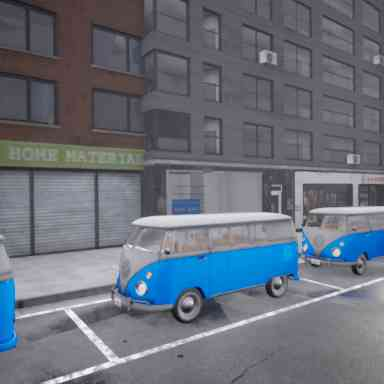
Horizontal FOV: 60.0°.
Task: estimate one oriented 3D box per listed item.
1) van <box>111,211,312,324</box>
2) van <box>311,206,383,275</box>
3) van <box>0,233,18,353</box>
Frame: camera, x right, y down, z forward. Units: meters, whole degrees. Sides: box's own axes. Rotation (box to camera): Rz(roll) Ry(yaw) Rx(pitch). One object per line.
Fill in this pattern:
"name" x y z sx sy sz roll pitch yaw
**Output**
"van" 0.452 1.340 6.858 3.998 1.788 1.690 0 -1 -35
"van" 5.006 1.337 10.092 3.998 1.788 1.690 0 -1 -35
"van" -4.103 1.341 3.623 3.998 1.788 1.690 0 -1 -35
